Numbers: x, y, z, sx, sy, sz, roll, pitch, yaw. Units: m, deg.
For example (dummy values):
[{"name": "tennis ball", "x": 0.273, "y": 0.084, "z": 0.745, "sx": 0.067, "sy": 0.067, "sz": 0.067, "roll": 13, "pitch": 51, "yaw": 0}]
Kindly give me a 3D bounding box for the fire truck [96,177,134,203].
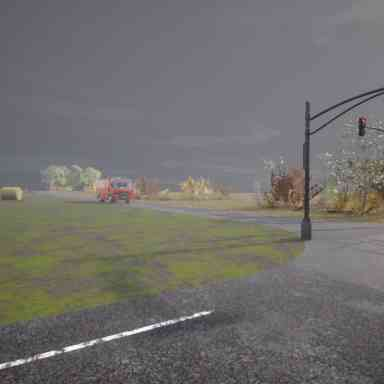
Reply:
[{"name": "fire truck", "x": -11.765, "y": -0.355, "z": 50.031, "sx": 2.891, "sy": 3.827, "sz": 8.468, "roll": 1, "pitch": 0, "yaw": -32}]
